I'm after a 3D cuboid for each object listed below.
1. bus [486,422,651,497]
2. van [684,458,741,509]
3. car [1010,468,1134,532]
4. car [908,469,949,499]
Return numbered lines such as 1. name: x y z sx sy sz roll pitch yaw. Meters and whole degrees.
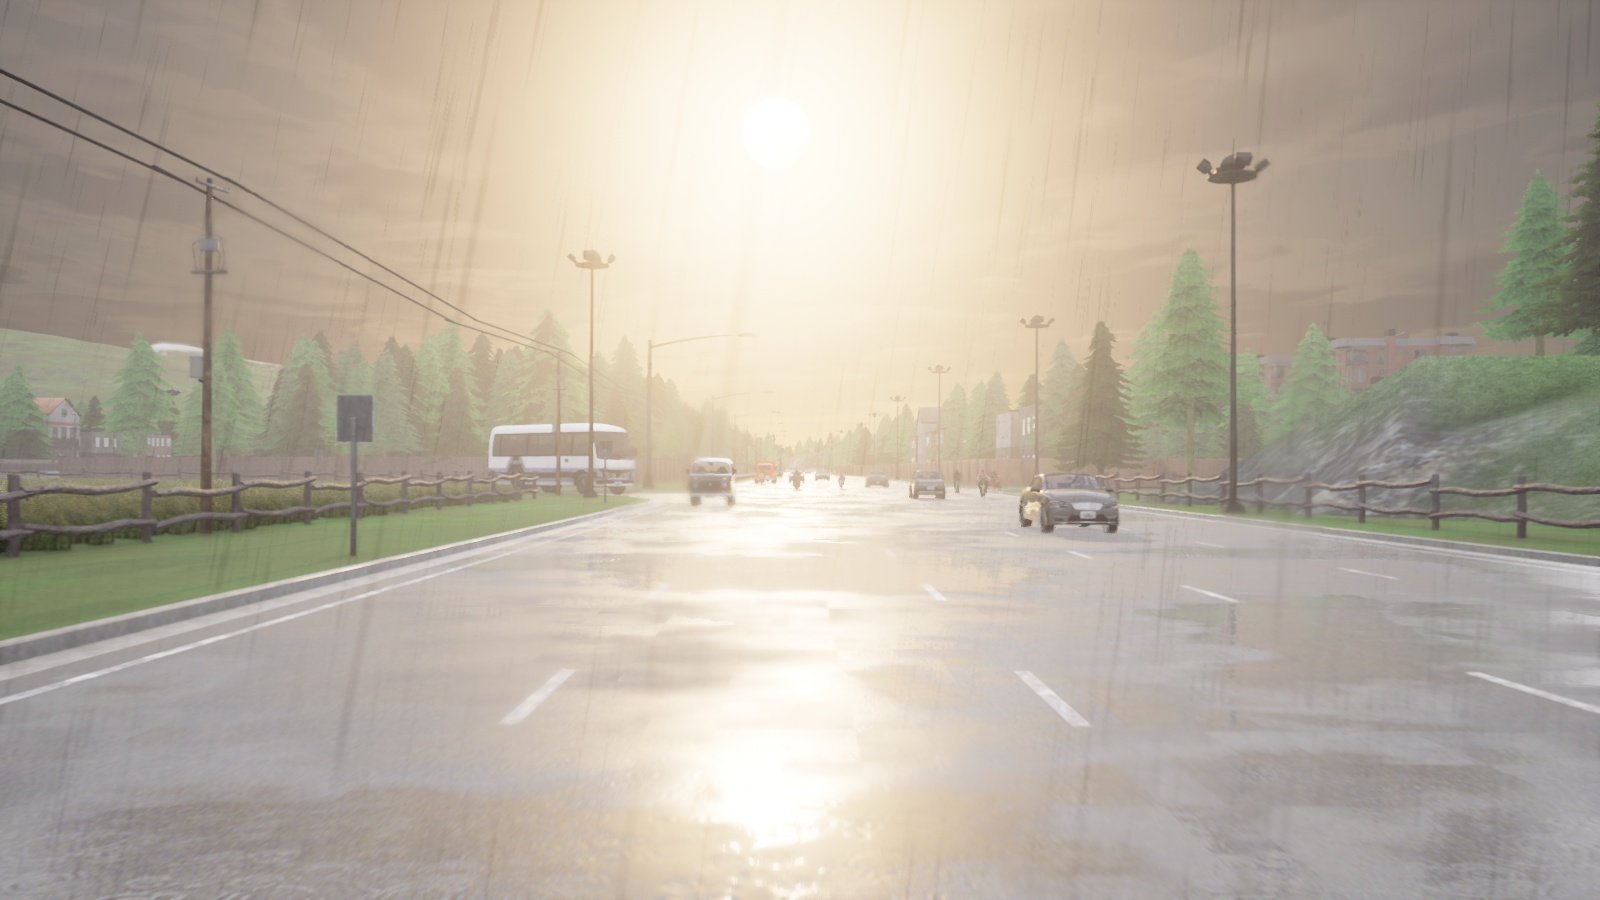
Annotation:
1. bus: -14.084 0.650 75.942 10.273 4.253 3.944 -1 -1 37
2. van: -3.629 1.352 52.790 2.069 2.038 4.480 0 -1 0
3. car: 6.921 1.237 32.535 2.128 1.511 4.902 0 -1 0
4. car: 6.838 1.787 67.144 1.789 1.549 3.705 0 -1 0
